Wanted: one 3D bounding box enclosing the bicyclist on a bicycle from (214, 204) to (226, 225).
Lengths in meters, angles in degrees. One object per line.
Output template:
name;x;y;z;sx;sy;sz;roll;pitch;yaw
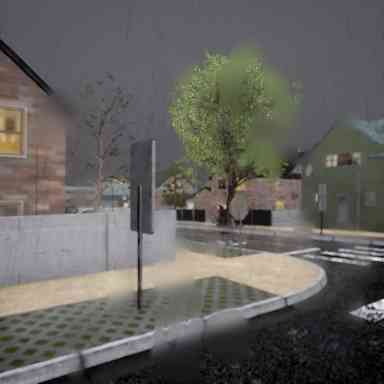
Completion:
bicyclist on a bicycle;2.390;1.793;26.852;1.656;1.620;0.582;-3;1;-35

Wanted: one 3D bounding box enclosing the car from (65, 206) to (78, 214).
car;-19.733;3.265;53.212;2.150;2.045;5.566;0;-3;-35

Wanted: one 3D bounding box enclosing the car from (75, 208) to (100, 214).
car;-13.661;3.107;44.636;1.882;1.535;5.008;0;-2;-35
